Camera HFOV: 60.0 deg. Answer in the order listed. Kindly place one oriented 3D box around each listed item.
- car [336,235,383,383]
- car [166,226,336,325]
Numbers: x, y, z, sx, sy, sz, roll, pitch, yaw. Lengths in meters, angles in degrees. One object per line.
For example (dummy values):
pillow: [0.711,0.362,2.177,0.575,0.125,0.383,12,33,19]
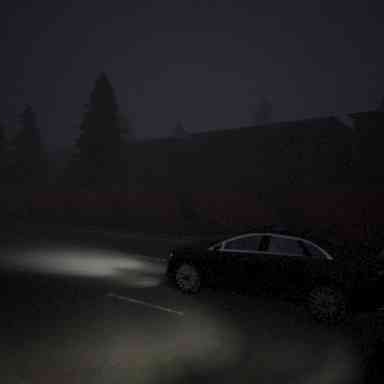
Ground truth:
car: [3.788,1.221,1.294,5.566,2.045,2.150,0,0,35]
car: [1.635,1.491,7.122,4.902,1.511,2.128,0,0,35]
